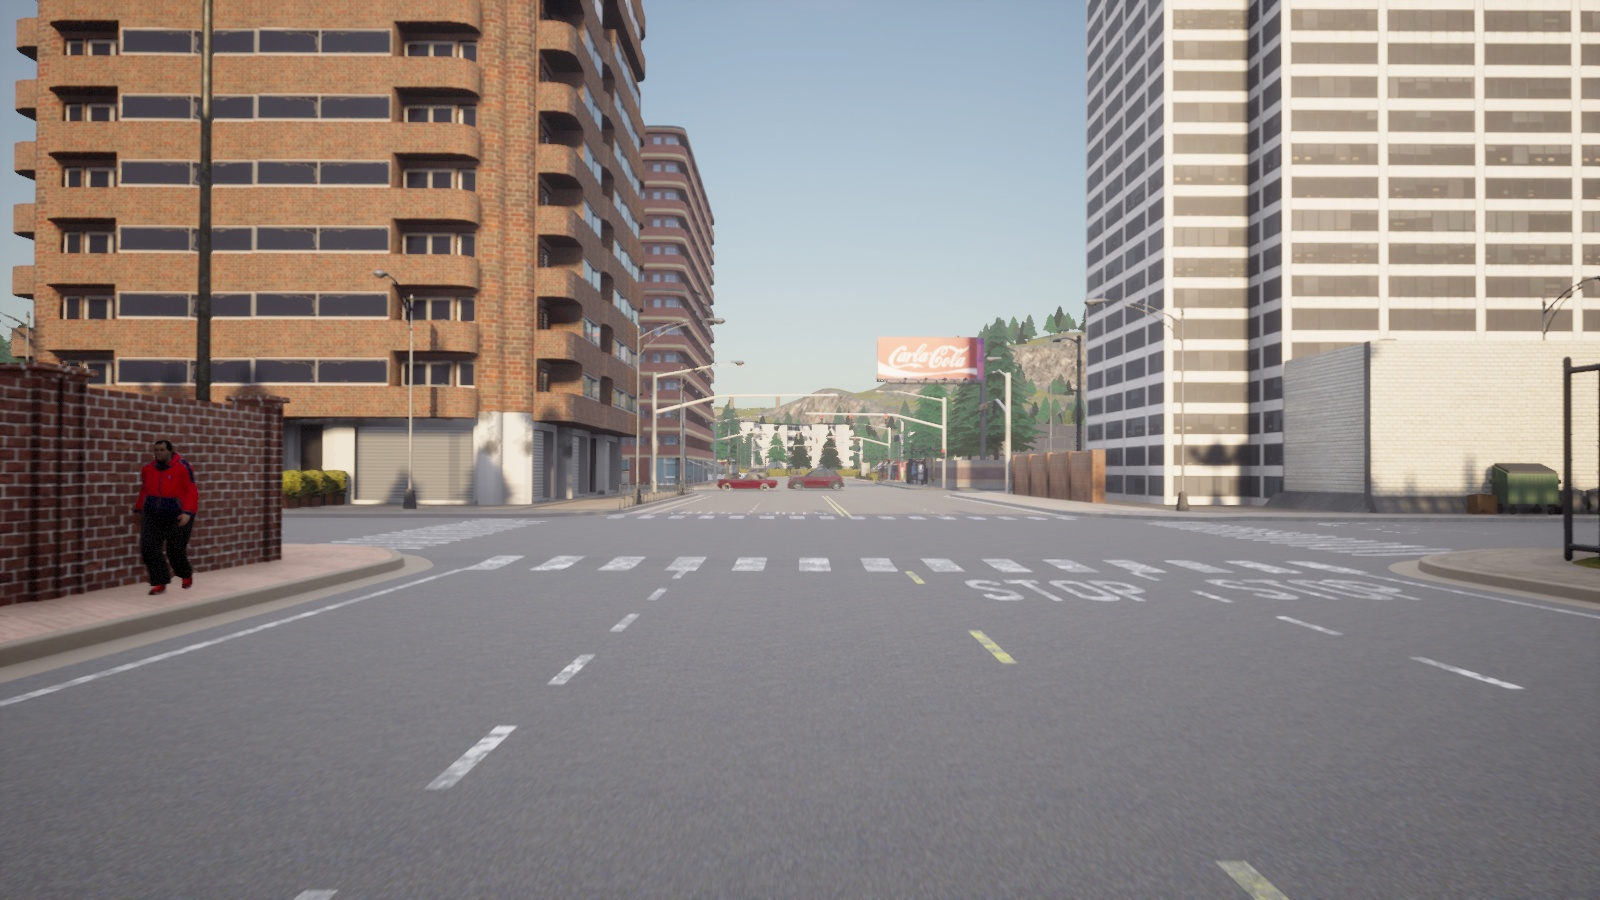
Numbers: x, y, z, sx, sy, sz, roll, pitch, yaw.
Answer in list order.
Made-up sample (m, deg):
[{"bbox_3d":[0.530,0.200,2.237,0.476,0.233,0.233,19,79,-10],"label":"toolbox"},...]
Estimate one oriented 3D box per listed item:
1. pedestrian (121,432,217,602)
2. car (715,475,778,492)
[{"bbox_3d":[-7.067,0.738,14.110,0.634,1.844,0.899,0,-1,-2],"label":"pedestrian"},{"bbox_3d":[-4.065,2.542,96.185,4.718,1.301,1.895,0,-1,0],"label":"car"}]
